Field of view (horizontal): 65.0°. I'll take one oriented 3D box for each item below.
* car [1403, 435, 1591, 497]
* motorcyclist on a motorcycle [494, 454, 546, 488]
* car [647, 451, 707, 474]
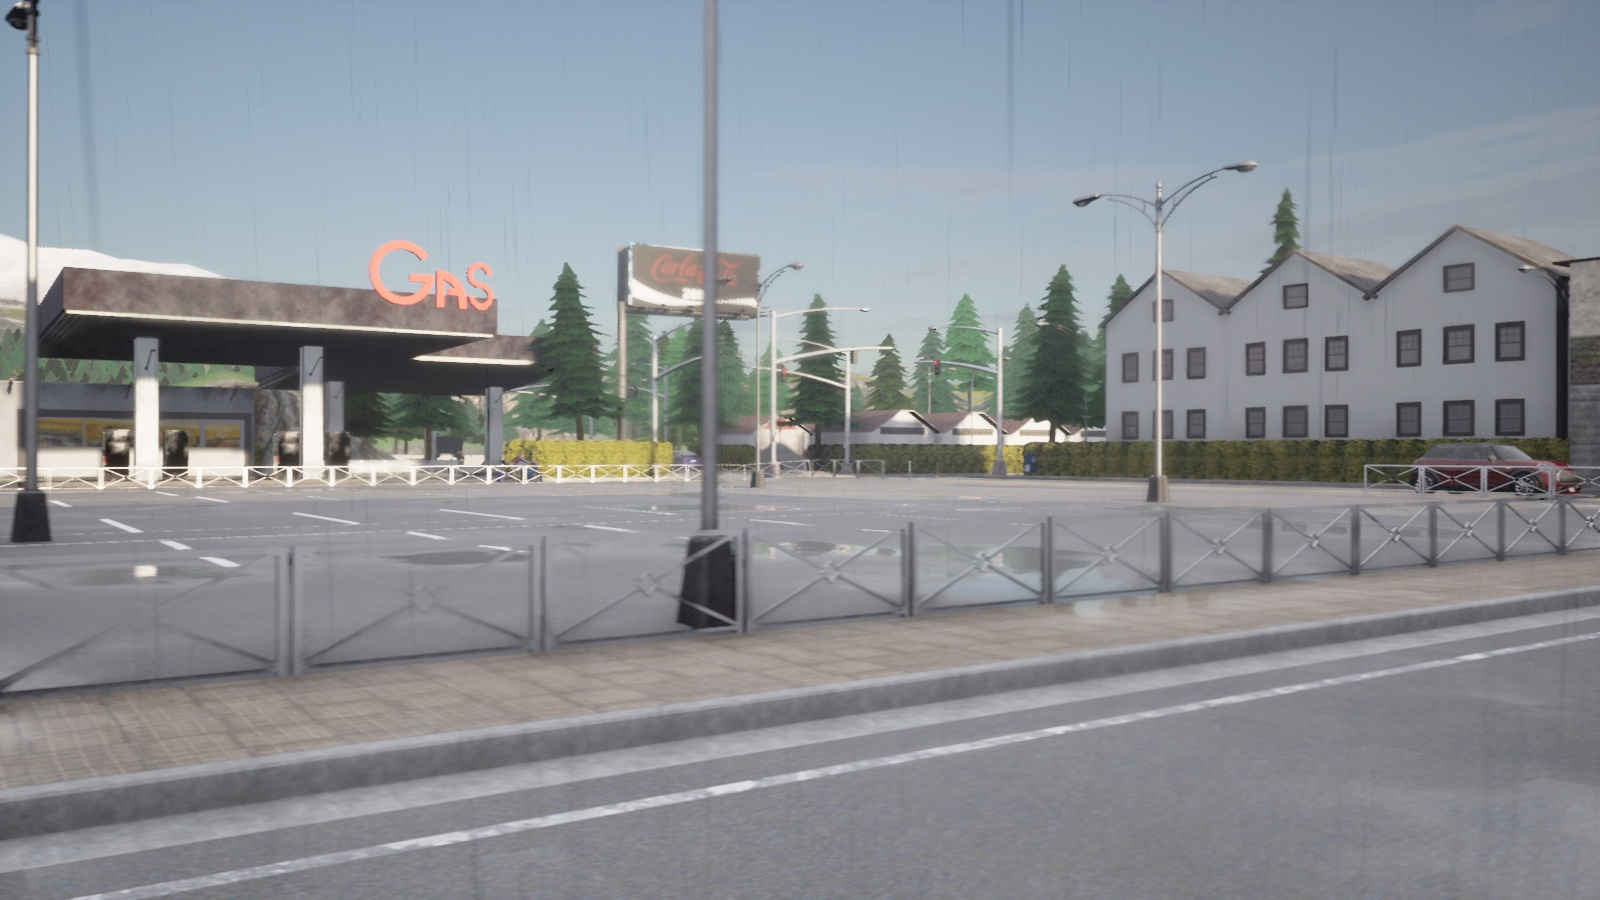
[{"bbox_3d":[21.182,0.476,38.326,2.097,1.767,4.553,0,0,-35],"label":"car"},{"bbox_3d":[-13.093,0.967,58.730,2.191,1.530,0.866,0,0,-35],"label":"motorcyclist on a motorcycle"},{"bbox_3d":[-8.599,0.816,87.471,2.163,1.488,4.792,-1,1,-34],"label":"car"}]
